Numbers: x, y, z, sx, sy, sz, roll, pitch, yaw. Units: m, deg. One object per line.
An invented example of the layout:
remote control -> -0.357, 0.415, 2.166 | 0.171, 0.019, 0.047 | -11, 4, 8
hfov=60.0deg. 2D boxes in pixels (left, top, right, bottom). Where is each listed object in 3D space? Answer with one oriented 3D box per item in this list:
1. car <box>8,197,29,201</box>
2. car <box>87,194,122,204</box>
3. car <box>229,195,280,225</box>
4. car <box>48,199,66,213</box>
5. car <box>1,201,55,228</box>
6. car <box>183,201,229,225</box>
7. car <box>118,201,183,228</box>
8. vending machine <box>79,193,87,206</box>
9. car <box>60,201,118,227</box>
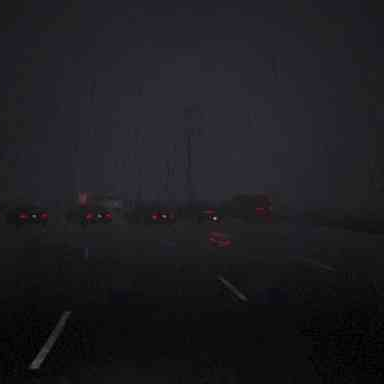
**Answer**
car -> -19.077, 1.373, 36.154 | 2.097, 1.767, 4.553 | 0, 0, -44
car -> -9.815, 1.241, 36.716 | 2.150, 2.045, 5.566 | 0, 0, -44
car -> 4.045, 1.231, 24.729 | 2.150, 2.045, 5.566 | 0, 0, -28
car -> -15.186, 1.511, 37.162 | 2.128, 1.511, 4.902 | 0, 0, -44
car -> -11.295, 1.560, 22.580 | 2.033, 1.411, 5.357 | 0, 0, -37
car -> 0.335, 1.512, 24.101 | 1.837, 1.490, 4.892 | 0, -1, -29
car -> -2.985, 1.558, 22.636 | 2.033, 1.411, 5.357 | 0, 0, -31
vending machine -> -18.439, 1.224, 56.322 | 1.100, 2.100, 0.880 | 0, 0, -44
car -> -7.162, 1.559, 22.762 | 2.033, 1.411, 5.357 | 0, 0, -34
